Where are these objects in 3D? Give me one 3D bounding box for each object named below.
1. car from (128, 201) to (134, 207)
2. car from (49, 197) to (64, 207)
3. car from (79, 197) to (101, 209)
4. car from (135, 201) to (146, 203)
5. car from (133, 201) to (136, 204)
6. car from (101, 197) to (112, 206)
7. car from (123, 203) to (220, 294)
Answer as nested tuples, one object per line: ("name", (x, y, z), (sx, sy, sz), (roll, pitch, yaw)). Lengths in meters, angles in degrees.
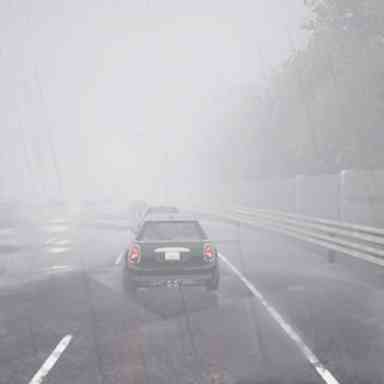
("car", (-5.406, 1.567, 33.612), (2.033, 1.411, 5.357), (0, 0, -16))
("car", (-20.809, 1.528, 51.024), (2.128, 1.511, 4.902), (0, 0, -29))
("car", (-14.852, 1.579, 47.313), (2.033, 1.411, 5.357), (0, 0, -26))
("car", (-1.494, 1.361, 15.795), (2.097, 1.767, 4.553), (0, 0, -9))
("car", (-2.715, 1.561, 22.790), (2.033, 1.411, 5.357), (0, 0, -12))
("car", (-14.276, 1.512, 53.658), (1.882, 1.535, 5.008), (0, 0, -29))
("car", (-0.615, 1.357, 9.066), (2.097, 1.767, 4.553), (0, 0, -6))
